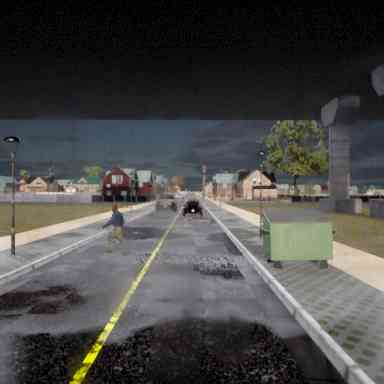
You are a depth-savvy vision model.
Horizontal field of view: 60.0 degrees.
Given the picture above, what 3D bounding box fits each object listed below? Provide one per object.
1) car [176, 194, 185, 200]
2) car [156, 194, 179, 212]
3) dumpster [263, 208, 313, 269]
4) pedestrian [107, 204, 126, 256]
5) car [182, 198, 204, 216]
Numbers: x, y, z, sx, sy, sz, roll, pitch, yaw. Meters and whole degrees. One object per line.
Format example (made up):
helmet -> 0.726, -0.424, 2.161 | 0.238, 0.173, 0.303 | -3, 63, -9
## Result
car -> -2.739, 1.113, 78.959 | 2.033, 1.411, 5.357 | 0, 0, 0
car -> -2.844, 1.217, 38.190 | 2.150, 2.045, 5.566 | 0, 0, 0
dumpster -> 2.997, 1.397, 10.664 | 1.020, 1.700, 1.940 | -1, -1, 0
pedestrian -> -2.659, 1.295, 11.684 | 0.375, 1.860, 0.375 | 1, -1, 0
car -> 0.095, 1.524, 32.410 | 1.812, 1.442, 4.674 | 0, 0, 0
